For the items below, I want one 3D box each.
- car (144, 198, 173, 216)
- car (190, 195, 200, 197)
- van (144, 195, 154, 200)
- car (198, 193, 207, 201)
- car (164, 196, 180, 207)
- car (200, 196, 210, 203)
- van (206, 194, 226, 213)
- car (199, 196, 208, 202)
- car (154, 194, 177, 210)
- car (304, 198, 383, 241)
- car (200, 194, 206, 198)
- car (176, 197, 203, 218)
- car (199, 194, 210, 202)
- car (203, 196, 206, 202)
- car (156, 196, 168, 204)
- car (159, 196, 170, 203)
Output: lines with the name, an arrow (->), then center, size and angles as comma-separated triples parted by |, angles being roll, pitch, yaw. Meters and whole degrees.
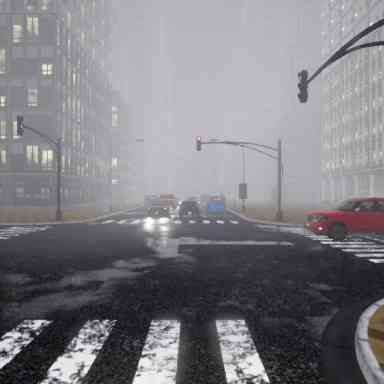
car -> -3.226, 1.600, 32.880 | 1.895, 1.301, 4.718 | 0, 0, 0
car -> 0.070, 1.504, 57.413 | 1.837, 1.490, 4.892 | 0, 0, 0
van -> -5.757, 1.340, 47.022 | 1.690, 1.788, 3.998 | 0, 0, 0
car -> 2.778, 1.309, 85.764 | 2.192, 1.841, 5.009 | 0, 0, 0
car -> -3.138, 1.491, 53.229 | 2.128, 1.511, 4.902 | 0, 0, 0
car -> 2.710, 1.542, 69.145 | 1.887, 1.381, 4.507 | 0, 0, 0
van -> 2.692, 1.340, 35.914 | 1.690, 1.788, 3.998 | 0, 0, 0
car -> 2.755, 1.561, 80.225 | 1.947, 1.339, 4.313 | 0, 0, 0
car -> -3.179, 1.221, 42.925 | 2.150, 2.045, 5.566 | 0, 0, 1
car -> 8.591, 1.304, 16.733 | 5.566, 2.045, 2.150 | 0, 0, -1
car -> 2.689, 1.313, 63.606 | 2.192, 1.841, 5.009 | 0, 0, 0
car -> -0.183, 1.504, 30.593 | 1.837, 1.490, 4.892 | -1, 0, 0
car -> 2.733, 1.311, 74.685 | 2.192, 1.841, 5.009 | 0, 0, 0
car -> 2.623, 1.544, 41.452 | 1.887, 1.381, 4.507 | 0, 0, 0
car -> -5.692, 1.564, 63.639 | 1.947, 1.339, 4.313 | 0, 0, 0
car -> -5.670, 1.548, 69.178 | 2.008, 1.369, 4.403 | 0, 0, 0
